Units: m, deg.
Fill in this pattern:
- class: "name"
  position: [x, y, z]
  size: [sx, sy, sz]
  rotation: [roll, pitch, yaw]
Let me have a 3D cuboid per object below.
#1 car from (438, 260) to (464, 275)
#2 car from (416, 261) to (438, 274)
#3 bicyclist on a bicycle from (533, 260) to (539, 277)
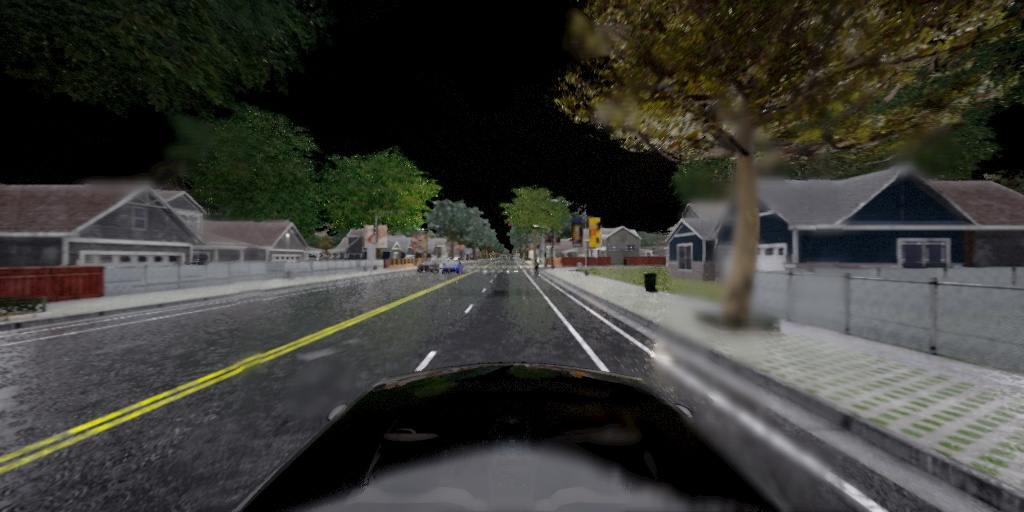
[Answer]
- class: "car"
  position: [-6.551, 1.229, 39.949]
  size: [1.882, 1.535, 5.008]
  rotation: [0, 0, 1]
- class: "car"
  position: [-9.774, 1.299, 42.556]
  size: [2.033, 1.411, 5.357]
  rotation: [0, 0, 0]
- class: "bicyclist on a bicycle"
  position: [2.250, 1.204, 32.932]
  size: [0.582, 1.620, 1.656]
  rotation: [0, 0, 0]
